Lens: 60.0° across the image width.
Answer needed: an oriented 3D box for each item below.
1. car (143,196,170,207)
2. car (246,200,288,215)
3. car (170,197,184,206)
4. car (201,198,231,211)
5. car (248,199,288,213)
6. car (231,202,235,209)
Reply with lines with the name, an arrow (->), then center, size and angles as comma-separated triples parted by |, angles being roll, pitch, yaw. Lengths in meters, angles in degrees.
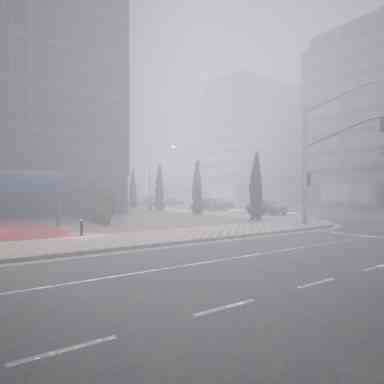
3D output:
car -> -6.034, 1.353, 52.898 | 2.097, 1.767, 4.553 | 0, 0, -35
car -> 7.469, 1.526, 33.525 | 1.812, 1.442, 4.674 | 0, 0, -38
car -> -3.031, 1.564, 54.713 | 1.994, 1.385, 4.181 | 0, 0, -34
car -> 2.219, 1.504, 41.045 | 1.837, 1.490, 4.892 | 0, 0, -35
car -> 8.614, 1.564, 37.999 | 1.994, 1.385, 4.181 | 0, 0, -35
car -> 3.805, 1.564, 44.890 | 1.994, 1.385, 4.181 | 0, 0, -35
